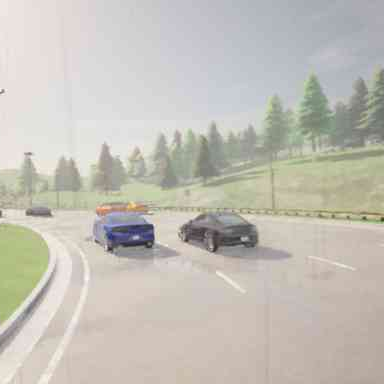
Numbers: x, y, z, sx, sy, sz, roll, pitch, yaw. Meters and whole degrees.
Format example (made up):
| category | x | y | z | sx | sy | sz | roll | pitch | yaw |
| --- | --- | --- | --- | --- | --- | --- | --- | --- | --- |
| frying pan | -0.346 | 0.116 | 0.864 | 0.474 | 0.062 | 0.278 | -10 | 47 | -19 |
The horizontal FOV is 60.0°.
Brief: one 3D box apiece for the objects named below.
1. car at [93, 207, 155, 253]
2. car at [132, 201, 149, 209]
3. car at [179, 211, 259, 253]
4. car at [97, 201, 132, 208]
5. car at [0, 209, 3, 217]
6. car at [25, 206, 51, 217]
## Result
| category | x | y | z | sx | sy | sz | roll | pitch | yaw |
| --- | --- | --- | --- | --- | --- | --- | --- | --- | --- |
| car | -3.214 | 1.646 | 14.975 | 1.882 | 1.535 | 5.008 | -1 | -1 | -25 |
| car | -7.144 | 1.868 | 39.923 | 1.882 | 1.535 | 5.008 | -2 | -1 | -41 |
| car | 0.980 | 1.519 | 13.786 | 1.812 | 1.442 | 4.674 | -1 | 0 | -22 |
| car | -8.948 | 1.808 | 36.577 | 2.097 | 1.767 | 4.553 | -2 | 0 | -40 |
| car | -27.188 | 2.730 | 44.931 | 4.892 | 1.490 | 1.837 | -2 | -1 | 41 |
| car | -19.979 | 2.489 | 43.110 | 4.181 | 1.385 | 1.994 | -2 | 0 | 43 |
